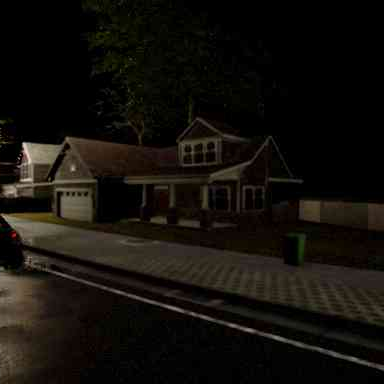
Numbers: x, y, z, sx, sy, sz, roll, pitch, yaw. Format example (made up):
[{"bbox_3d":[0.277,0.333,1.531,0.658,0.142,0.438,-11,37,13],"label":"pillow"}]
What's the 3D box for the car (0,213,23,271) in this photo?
[{"bbox_3d":[-6.760,1.253,9.523,4.553,1.767,2.097,1,0,40],"label":"car"}]
